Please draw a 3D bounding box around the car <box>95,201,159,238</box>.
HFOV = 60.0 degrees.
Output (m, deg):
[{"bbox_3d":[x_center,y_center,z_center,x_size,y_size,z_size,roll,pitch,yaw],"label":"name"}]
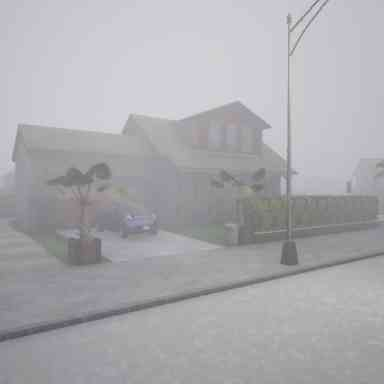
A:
[{"bbox_3d":[-3.024,1.174,15.291,1.845,1.501,3.633,0,0,-38],"label":"car"}]
